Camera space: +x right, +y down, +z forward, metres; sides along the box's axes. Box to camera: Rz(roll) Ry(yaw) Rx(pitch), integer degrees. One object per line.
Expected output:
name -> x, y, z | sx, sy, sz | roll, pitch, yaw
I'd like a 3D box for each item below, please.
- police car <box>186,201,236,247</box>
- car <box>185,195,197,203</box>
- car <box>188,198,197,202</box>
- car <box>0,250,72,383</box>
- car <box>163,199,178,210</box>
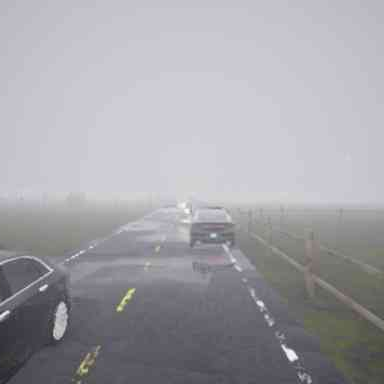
police car -> 0.820, 1.443, 15.184 | 1.930, 1.638, 5.238 | 0, 0, 0
car -> -0.010, 1.602, 48.607 | 2.033, 1.411, 5.357 | 0, 0, 0
car -> 0.816, 1.561, 31.074 | 1.812, 1.442, 4.674 | 0, 0, 0
car -> -2.852, 1.509, 3.543 | 1.837, 1.490, 4.892 | 0, 0, 0
car -> -2.850, 1.597, 44.765 | 2.033, 1.411, 5.357 | 0, 0, 0
